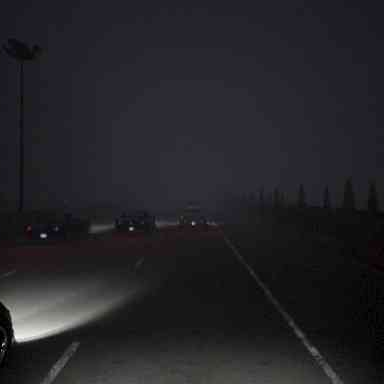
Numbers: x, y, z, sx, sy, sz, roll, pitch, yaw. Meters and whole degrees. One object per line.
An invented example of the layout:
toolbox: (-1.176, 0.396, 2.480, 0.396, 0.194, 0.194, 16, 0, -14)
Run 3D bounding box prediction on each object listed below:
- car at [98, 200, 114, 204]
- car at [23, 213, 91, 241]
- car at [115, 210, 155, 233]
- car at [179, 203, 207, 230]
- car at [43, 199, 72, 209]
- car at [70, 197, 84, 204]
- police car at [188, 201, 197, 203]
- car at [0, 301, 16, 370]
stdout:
car: (-14.035, 1.985, 54.671, 1.882, 1.535, 5.008, 0, -1, 0)
car: (-6.909, 1.765, 17.698, 1.895, 1.301, 4.718, 0, -1, 0)
car: (-3.411, 1.793, 20.897, 1.895, 1.301, 4.718, 0, -1, 0)
car: (0.086, 1.736, 22.895, 1.812, 1.442, 4.674, 0, 0, 0)
car: (-17.574, 1.963, 43.109, 1.994, 1.385, 4.181, 0, -1, 0)
car: (-21.034, 1.562, 59.975, 2.097, 1.767, 4.553, 0, -1, 0)
police car: (0.077, 1.888, 41.641, 2.038, 1.542, 4.974, 0, 0, 0)
car: (-3.408, 1.592, 2.865, 1.994, 1.385, 4.181, 0, -1, 0)
